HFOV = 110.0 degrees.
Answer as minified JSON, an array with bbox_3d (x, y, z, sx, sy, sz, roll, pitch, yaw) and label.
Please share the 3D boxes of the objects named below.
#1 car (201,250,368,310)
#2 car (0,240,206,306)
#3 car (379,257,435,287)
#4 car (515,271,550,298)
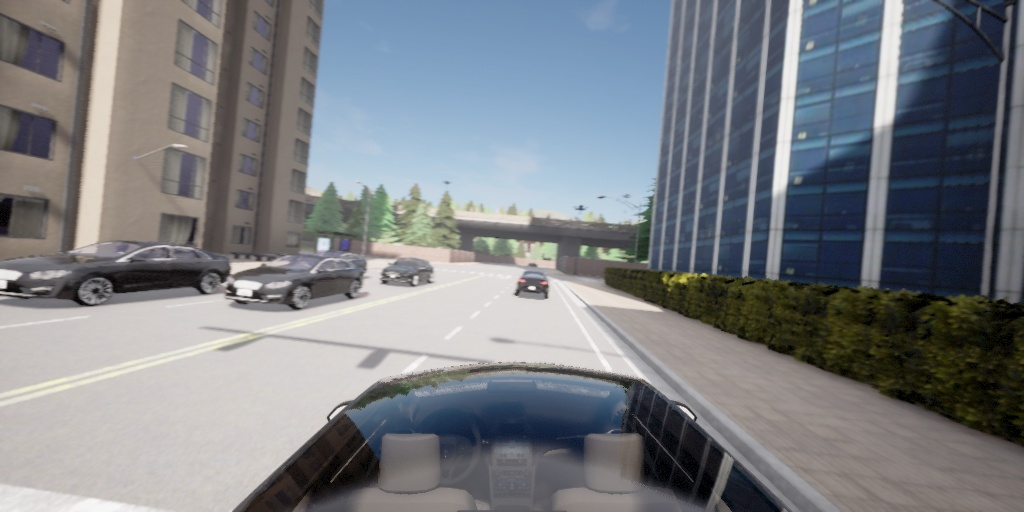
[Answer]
[{"bbox_3d":[-6.544,0.691,11.494,2.128,1.511,4.902,5,0,4],"label":"car"},{"bbox_3d":[-10.174,0.335,9.691,2.128,1.511,4.902,5,0,4],"label":"car"},{"bbox_3d":[-5.848,0.839,20.633,1.837,1.490,4.892,5,0,4],"label":"car"},{"bbox_3d":[1.229,1.586,21.025,1.812,1.442,4.674,5,-1,4],"label":"car"}]
